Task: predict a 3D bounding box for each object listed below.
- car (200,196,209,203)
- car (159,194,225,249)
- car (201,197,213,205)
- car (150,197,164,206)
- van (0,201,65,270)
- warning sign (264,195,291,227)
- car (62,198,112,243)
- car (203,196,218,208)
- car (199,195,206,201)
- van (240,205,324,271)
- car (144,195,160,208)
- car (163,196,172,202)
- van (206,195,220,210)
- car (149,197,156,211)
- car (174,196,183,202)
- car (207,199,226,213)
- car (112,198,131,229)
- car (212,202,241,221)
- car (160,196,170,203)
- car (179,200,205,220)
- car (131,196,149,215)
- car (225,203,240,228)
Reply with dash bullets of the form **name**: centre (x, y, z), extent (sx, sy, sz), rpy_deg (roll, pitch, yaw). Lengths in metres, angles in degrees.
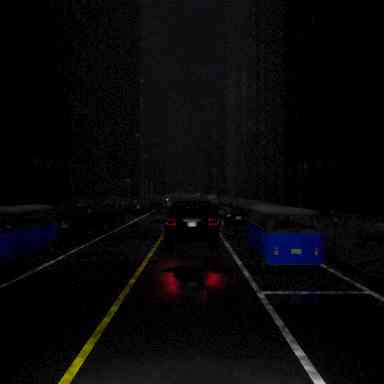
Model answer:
- **car**: centre (2.764, 1.627, 72.360), extent (1.802, 1.307, 4.206), rpy_deg (0, 0, 0)
- **car**: centre (0.000, 1.260, 14.680), extent (2.150, 2.045, 5.566), rpy_deg (0, 0, 0)
- **car**: centre (2.764, 1.598, 61.141), extent (1.947, 1.339, 4.313), rpy_deg (0, 0, 0)
- **car**: centre (-5.761, 1.592, 55.519), extent (1.947, 1.339, 4.313), rpy_deg (0, 0, 0)
- **van**: centre (-5.761, 1.342, 10.642), extent (1.690, 1.788, 3.998), rpy_deg (0, 0, 0)
- **warning sign**: centre (5.066, 1.119, 19.750), extent (1.300, 1.860, 1.060), rpy_deg (0, 0, 0)
- **car**: centre (-5.761, 1.317, 16.253), extent (2.192, 1.841, 5.009), rpy_deg (0, 0, 0)
- **car**: centre (2.764, 1.462, 49.924), extent (1.967, 1.590, 4.097), rpy_deg (0, 0, 0)
- **car**: centre (2.764, 1.593, 89.358), extent (1.752, 1.417, 4.829), rpy_deg (0, 0, 0)
- **van**: centre (2.765, 1.342, 10.660), extent (1.690, 1.788, 3.998), rpy_deg (0, 0, 0)
- **car**: centre (-5.761, 1.332, 44.300), extent (2.192, 1.841, 5.009), rpy_deg (0, 0, 0)
- **car**: centre (-5.761, 1.577, 77.787), extent (1.752, 1.417, 4.829), rpy_deg (0, 0, 0)
- **van**: centre (2.764, 1.359, 44.315), extent (1.690, 1.788, 3.998), rpy_deg (0, 0, 0)
- **car**: centre (-5.761, 1.564, 38.691), extent (2.008, 1.369, 4.403), rpy_deg (0, 0, 0)
- **car**: centre (-3.000, 1.639, 76.718), extent (1.895, 1.301, 4.718), rpy_deg (0, 0, 0)
- **car**: centre (2.764, 1.558, 38.706), extent (1.887, 1.381, 4.507), rpy_deg (0, 0, 0)
- **car**: centre (-5.761, 1.319, 21.861), extent (2.192, 1.841, 5.009), rpy_deg (0, 0, 0)
- **car**: centre (2.764, 1.573, 27.487), extent (1.947, 1.339, 4.313), rpy_deg (0, 0, 0)
- **car**: centre (-5.762, 1.627, 72.347), extent (1.802, 1.307, 4.206), rpy_deg (0, 0, 0)
- **car**: centre (0.000, 1.504, 29.651), extent (2.128, 1.511, 4.902), rpy_deg (0, 0, 0)
- **car**: centre (-5.761, 1.450, 33.081), extent (1.967, 1.590, 4.097), rpy_deg (0, 0, 0)
- **car**: centre (2.764, 1.570, 21.878), extent (1.947, 1.339, 4.313), rpy_deg (0, 0, 0)
